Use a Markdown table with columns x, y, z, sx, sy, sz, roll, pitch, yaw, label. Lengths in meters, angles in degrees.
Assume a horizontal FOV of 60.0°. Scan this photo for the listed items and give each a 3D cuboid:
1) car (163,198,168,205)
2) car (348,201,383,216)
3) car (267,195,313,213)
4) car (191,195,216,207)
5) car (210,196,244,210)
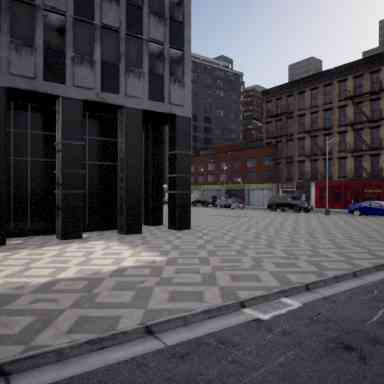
| x | y | z | sx | sy | sz | roll | pitch | yaw | label |
| --- | --- | --- | --- | --- | --- | --- | --- | --- | --- |
| -4.041 | 1.844 | 65.042 | 1.837 | 1.490 | 4.892 | 0 | 0 | -36 | car |
| 17.167 | 1.577 | 30.820 | 1.882 | 1.535 | 5.008 | 0 | -1 | -37 | car |
| 11.320 | 1.392 | 38.821 | 2.150 | 2.045 | 5.566 | 0 | -1 | -36 | car |
| 2.175 | 1.522 | 56.641 | 2.150 | 2.045 | 5.566 | 0 | 0 | -36 | car |
| 5.286 | 1.727 | 47.076 | 2.128 | 1.511 | 4.902 | 0 | 0 | -36 | car |
